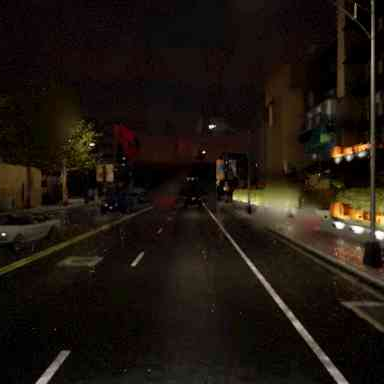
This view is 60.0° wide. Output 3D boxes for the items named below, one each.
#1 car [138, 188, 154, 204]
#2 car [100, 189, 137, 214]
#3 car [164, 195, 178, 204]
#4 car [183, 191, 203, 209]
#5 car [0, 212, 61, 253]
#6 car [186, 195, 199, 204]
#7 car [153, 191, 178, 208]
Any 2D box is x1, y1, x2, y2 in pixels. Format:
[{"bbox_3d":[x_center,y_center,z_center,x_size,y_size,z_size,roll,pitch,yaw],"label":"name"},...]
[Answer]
[{"bbox_3d":[-7.018,0.850,52.265,2.150,2.045,5.566,0,0,1],"label":"car"},{"bbox_3d":[-7.072,0.992,31.767,2.150,2.045,5.566,0,1,0],"label":"car"},{"bbox_3d":[-3.360,1.163,53.829,2.033,1.411,5.357,0,0,0],"label":"car"},{"bbox_3d":[0.131,0.930,40.678,2.150,2.045,5.566,0,0,0],"label":"car"},{"bbox_3d":[-7.090,1.503,13.418,1.895,1.301,4.718,0,0,0],"label":"car"},{"bbox_3d":[0.143,1.162,54.049,2.033,1.411,5.357,0,0,0],"label":"car"},{"bbox_3d":[-3.368,1.044,43.086,2.097,1.767,4.553,0,0,0],"label":"car"}]
